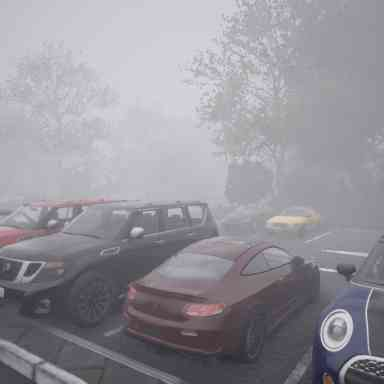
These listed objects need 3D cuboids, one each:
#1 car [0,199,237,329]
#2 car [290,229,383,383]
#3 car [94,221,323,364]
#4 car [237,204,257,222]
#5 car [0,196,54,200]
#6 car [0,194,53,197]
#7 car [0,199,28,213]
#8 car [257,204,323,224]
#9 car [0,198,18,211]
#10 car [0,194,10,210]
[{"bbox_3d":[-1.448,1.232,7.542,2.435,2.045,5.566,0,0,35],"label":"car"},{"bbox_3d":[3.152,1.356,4.335,2.185,1.767,4.553,0,0,36],"label":"car"},{"bbox_3d":[0.850,1.522,5.935,2.002,1.452,4.674,0,0,36],"label":"car"},{"bbox_3d":[3.584,1.486,20.062,2.231,1.521,4.892,0,0,36],"label":"car"},{"bbox_3d":[-3.730,1.232,9.170,2.435,2.045,5.566,0,0,36],"label":"car"},{"bbox_3d":[-16.971,1.241,34.682,2.435,2.045,5.566,0,0,36],"label":"car"},{"bbox_3d":[-21.490,1.536,37.937,2.002,1.452,4.674,0,0,36],"label":"car"},{"bbox_3d":[5.733,1.481,18.294,1.946,1.575,5.366,0,0,35],"label":"car"},{"bbox_3d":[-23.657,1.501,39.480,2.097,1.535,5.008,0,0,36],"label":"car"},{"bbox_3d":[-25.940,1.255,41.080,2.435,2.045,5.566,0,0,35],"label":"car"}]
